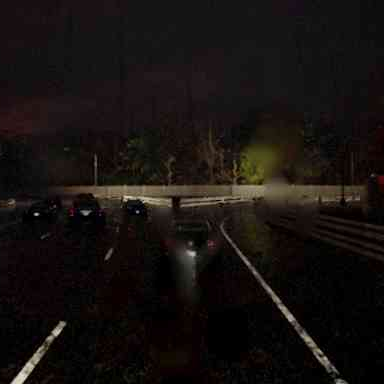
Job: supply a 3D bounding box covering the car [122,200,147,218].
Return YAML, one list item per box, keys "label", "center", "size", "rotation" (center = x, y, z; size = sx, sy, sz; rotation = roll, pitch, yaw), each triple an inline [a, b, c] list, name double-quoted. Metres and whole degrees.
- label: "car"
  center: [-5.014, 1.409, 28.756]
  size: [1.812, 1.442, 4.674]
  rotation: [0, 0, -17]

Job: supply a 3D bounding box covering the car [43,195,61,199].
- label: "car"
  center: [-17.413, 1.197, 41.425]
  size: [2.097, 1.767, 4.553]
  rotation: [0, 0, -26]

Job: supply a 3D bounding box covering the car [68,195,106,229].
- label: "car"
  center: [-6.653, 1.269, 21.423]
  size: [2.097, 1.767, 4.553]
  rotation: [0, 0, -13]

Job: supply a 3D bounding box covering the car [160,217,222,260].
- label: "car"
  center: [-0.031, 1.549, 12.109]
  size: [1.895, 1.301, 4.718]
  rotation: [0, 0, 0]

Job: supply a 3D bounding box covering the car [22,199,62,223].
- label: "car"
  center: [-11.111, 1.472, 24.616]
  size: [1.994, 1.385, 4.181]
  rotation: [0, 0, -15]

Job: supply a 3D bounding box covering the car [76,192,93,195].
- label: "car"
  center: [-13.319, 1.063, 40.998]
  size: [2.150, 2.045, 5.566]
  rotation: [0, 0, -24]
